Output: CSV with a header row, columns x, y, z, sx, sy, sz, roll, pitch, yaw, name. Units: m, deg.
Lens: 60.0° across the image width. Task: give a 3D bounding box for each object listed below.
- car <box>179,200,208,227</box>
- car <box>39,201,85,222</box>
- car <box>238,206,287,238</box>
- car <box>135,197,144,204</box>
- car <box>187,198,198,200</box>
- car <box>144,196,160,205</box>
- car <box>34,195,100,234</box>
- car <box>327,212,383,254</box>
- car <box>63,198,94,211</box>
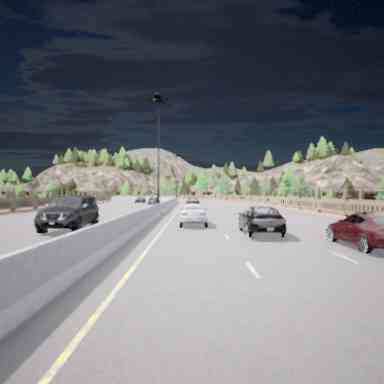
x,y,z,sx,sy,sz,roll,pitch,yaw,name
0.109,1.536,23.011,1.812,1.442,4.674,0,0,0,car
-10.587,1.519,27.470,1.837,1.490,4.892,0,0,0,car
3.606,1.498,17.676,2.128,1.511,4.902,0,0,0,car
-10.477,1.666,68.000,1.994,1.385,4.181,0,0,0,car
0.114,1.524,40.868,2.128,1.511,4.902,0,0,0,car
-7.008,1.580,61.263,2.128,1.511,4.902,0,0,1,car
-7.091,1.230,19.577,2.150,2.045,5.566,0,0,0,car
7.105,1.531,13.353,1.812,1.442,4.674,0,0,0,car
-14.068,1.526,41.507,2.128,1.511,4.902,0,0,0,car
